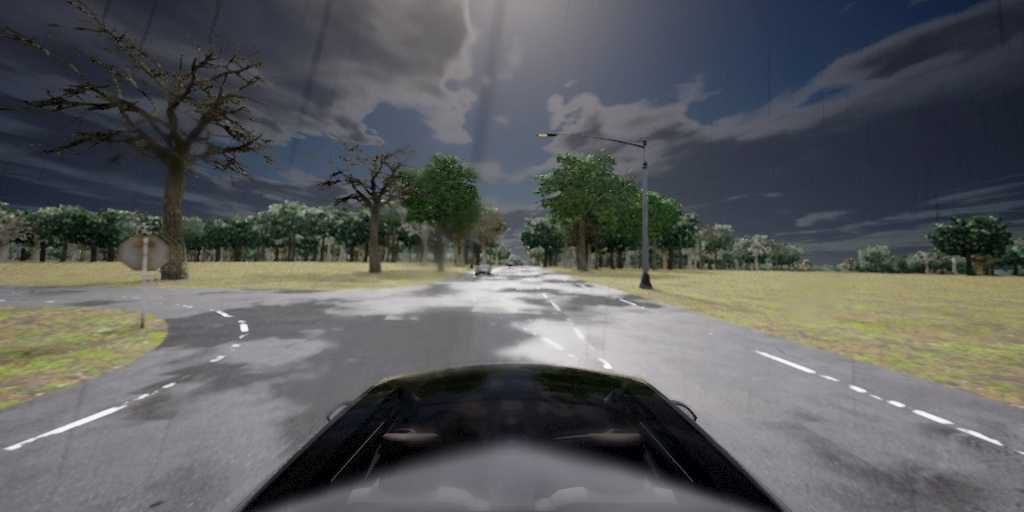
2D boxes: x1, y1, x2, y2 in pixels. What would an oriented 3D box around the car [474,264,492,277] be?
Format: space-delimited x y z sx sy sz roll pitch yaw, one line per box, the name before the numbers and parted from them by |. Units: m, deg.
car | -3.432 1.721 43.717 1.837 1.490 4.892 0 -1 0
